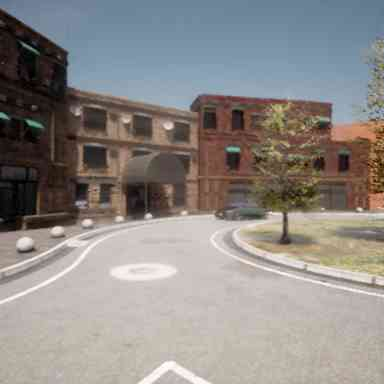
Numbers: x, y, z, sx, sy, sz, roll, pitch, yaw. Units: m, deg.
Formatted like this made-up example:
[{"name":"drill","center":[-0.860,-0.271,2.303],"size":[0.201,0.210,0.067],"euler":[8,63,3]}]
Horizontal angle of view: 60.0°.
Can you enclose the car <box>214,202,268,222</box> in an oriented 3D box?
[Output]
[{"name":"car","center":[3.758,1.421,25.167],"size":[4.181,1.385,1.994],"euler":[0,0,-33]}]
